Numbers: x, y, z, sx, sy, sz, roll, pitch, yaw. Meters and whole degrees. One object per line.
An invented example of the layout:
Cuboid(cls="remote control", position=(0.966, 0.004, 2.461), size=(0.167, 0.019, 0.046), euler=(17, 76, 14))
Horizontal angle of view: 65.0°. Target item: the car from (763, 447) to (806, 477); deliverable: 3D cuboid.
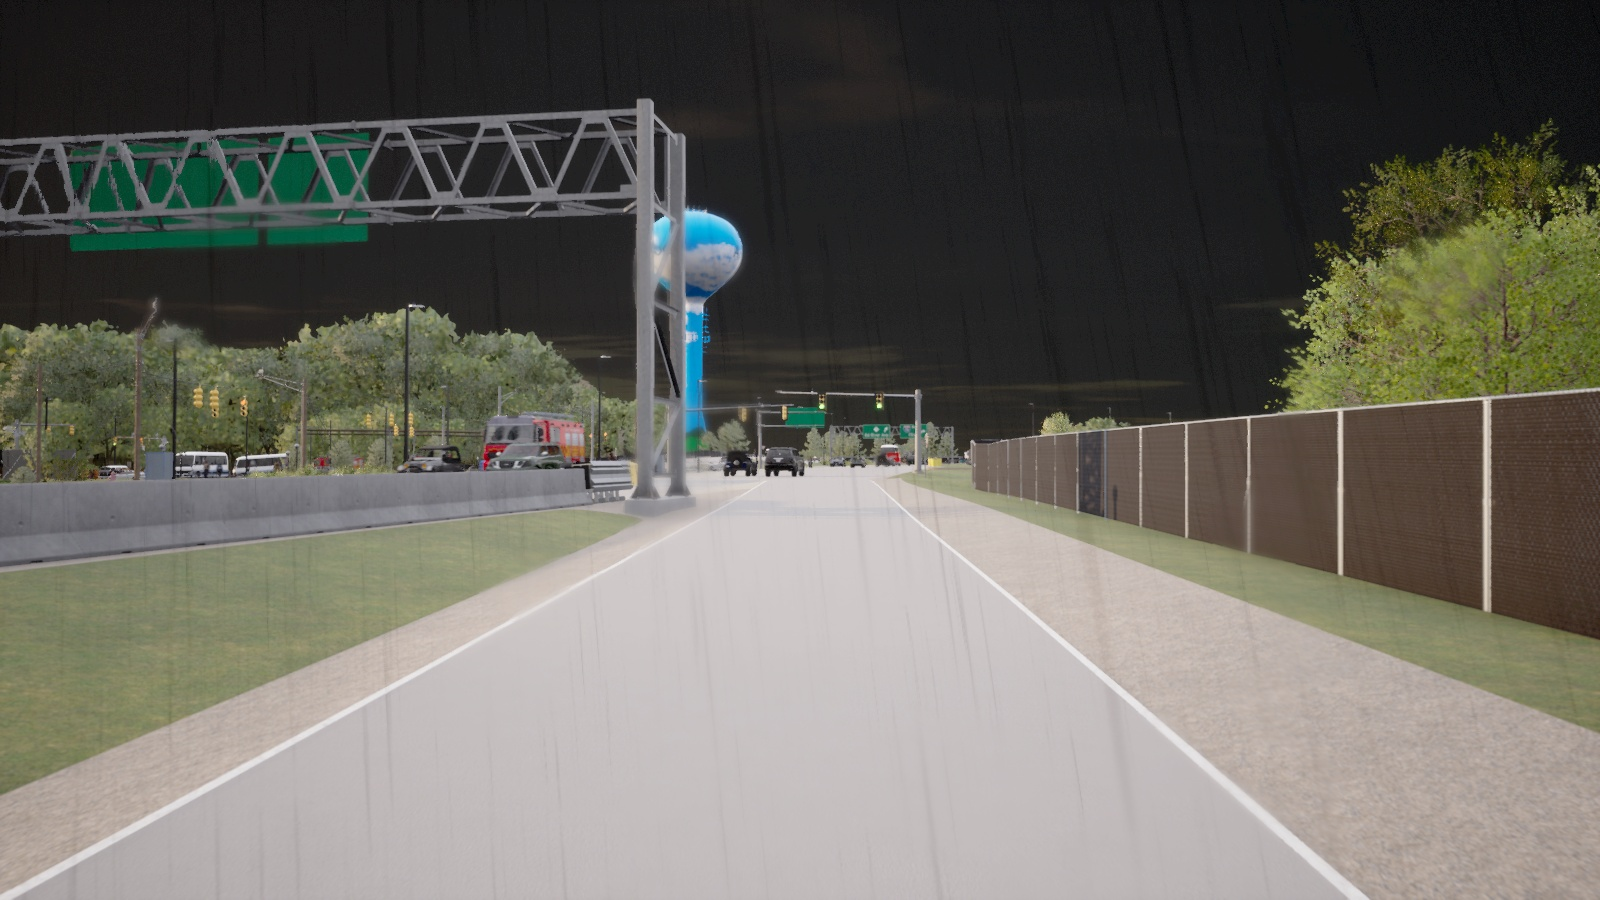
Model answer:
Cuboid(cls="car", position=(-1.034, 0.828, 87.798), size=(2.150, 2.045, 5.566), euler=(0, 0, 9))

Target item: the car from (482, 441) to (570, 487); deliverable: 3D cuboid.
Cuboid(cls="car", position=(-12.627, 0.633, 58.300), size=(2.150, 2.045, 5.566), euler=(0, 0, 9))

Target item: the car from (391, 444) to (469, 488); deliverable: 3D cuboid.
Cuboid(cls="car", position=(-16.494, 0.703, 56.167), size=(1.905, 1.878, 3.866), euler=(0, 0, 9))

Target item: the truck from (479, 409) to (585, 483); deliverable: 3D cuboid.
Cuboid(cls="truck", position=(-14.545, -0.167, 68.922), size=(2.891, 3.827, 8.468), euler=(0, 0, 9))

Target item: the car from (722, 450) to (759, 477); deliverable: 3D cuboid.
Cuboid(cls="car", position=(-4.237, 0.928, 89.986), size=(1.905, 1.878, 3.866), euler=(0, 0, 9))
